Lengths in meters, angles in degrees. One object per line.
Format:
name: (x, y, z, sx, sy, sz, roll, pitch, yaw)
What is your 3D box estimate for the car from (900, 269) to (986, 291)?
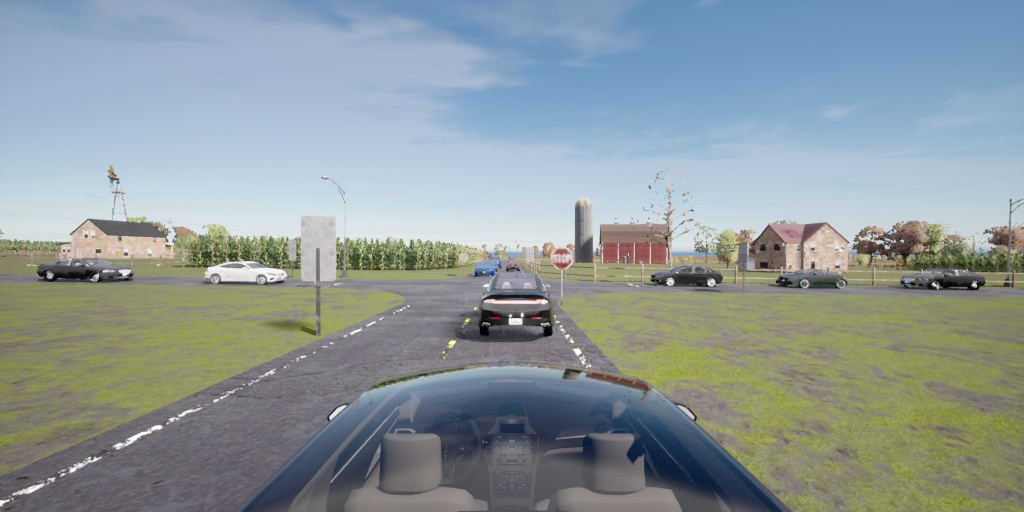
car: (31.473, 1.692, 26.287, 4.902, 1.511, 2.128, 1, 1, 0)

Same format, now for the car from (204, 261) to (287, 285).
car: (-17.140, 1.072, 23.166, 4.674, 1.442, 1.812, 1, 1, 0)

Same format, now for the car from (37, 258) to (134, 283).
car: (-27.383, 0.886, 23.132, 4.902, 1.511, 2.128, 1, 1, 0)

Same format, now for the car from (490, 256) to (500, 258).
car: (-2.823, 1.032, 60.319, 2.150, 2.045, 5.566, 0, 0, 0)

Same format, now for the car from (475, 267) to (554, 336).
car: (0.140, 1.243, 10.385, 2.128, 1.511, 4.902, 0, 0, 1)

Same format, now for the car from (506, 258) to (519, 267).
car: (0.111, 1.339, 50.070, 2.033, 1.411, 5.357, 0, 0, 0)

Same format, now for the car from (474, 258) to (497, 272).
car: (-2.668, 1.250, 35.541, 1.882, 1.535, 5.008, 0, 0, -2)

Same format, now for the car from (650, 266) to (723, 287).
car: (12.732, 1.449, 26.273, 4.892, 1.490, 1.837, 1, 1, 1)

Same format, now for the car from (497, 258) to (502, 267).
car: (-2.842, 1.338, 48.857, 2.033, 1.411, 5.357, 0, 0, 0)

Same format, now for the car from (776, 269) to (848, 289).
car: (21.865, 1.635, 26.260, 4.181, 1.385, 1.994, 1, 1, 0)
